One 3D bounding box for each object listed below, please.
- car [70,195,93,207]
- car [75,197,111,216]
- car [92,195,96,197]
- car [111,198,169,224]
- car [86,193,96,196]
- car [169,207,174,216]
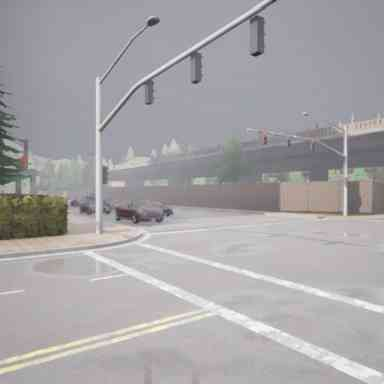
[{"bbox_3d":[-15.902,1.504,47.427,1.994,1.385,4.181,0,0,-35],"label":"car"},{"bbox_3d":[-9.405,1.504,32.148,1.994,1.385,4.181,0,0,-35],"label":"car"},{"bbox_3d":[-9.384,1.431,38.178,2.128,1.511,4.902,0,0,-35],"label":"car"},{"bbox_3d":[-3.915,1.293,24.392,2.097,1.767,4.553,0,0,-35],"label":"car"},{"bbox_3d":[-16.366,1.159,54.439,2.150,2.045,5.566,0,0,-35],"label":"car"},{"bbox_3d":[-3.766,1.487,30.240,2.033,1.411,5.357,0,0,-35],"label":"car"}]
